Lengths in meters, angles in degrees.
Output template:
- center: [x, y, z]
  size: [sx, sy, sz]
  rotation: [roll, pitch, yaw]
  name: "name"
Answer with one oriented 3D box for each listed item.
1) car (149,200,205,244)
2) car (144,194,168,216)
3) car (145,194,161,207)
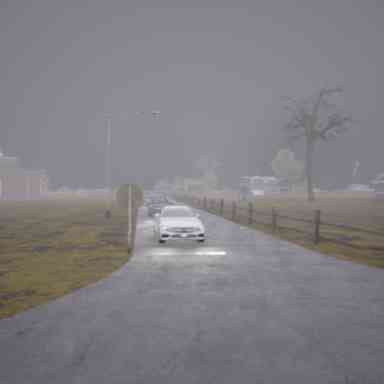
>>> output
- center: [-0.729, 1.339, 15.027]
  size: [1.812, 1.442, 4.674]
  rotation: [1, 1, -11]
  name: "car"
- center: [-2.705, 1.163, 27.278]
  size: [2.128, 1.511, 4.902]
  rotation: [1, 1, -9]
  name: "car"
- center: [-4.999, 1.010, 42.099]
  size: [1.837, 1.490, 4.892]
  rotation: [1, 1, -9]
  name: "car"
